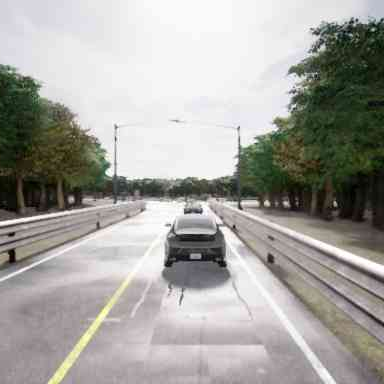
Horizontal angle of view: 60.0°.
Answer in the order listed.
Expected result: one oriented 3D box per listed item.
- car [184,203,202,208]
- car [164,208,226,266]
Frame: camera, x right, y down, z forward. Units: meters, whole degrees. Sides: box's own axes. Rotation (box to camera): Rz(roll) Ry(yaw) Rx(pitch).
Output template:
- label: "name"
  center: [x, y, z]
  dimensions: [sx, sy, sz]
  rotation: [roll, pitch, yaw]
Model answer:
- label: "car"
  center: [0.119, 1.728, 33.861]
  dimensions: [1.895, 1.301, 4.718]
  rotation: [1, 0, 0]
- label: "car"
  center: [0.102, 1.519, 11.542]
  dimensions: [1.837, 1.490, 4.892]
  rotation: [0, 0, 0]
